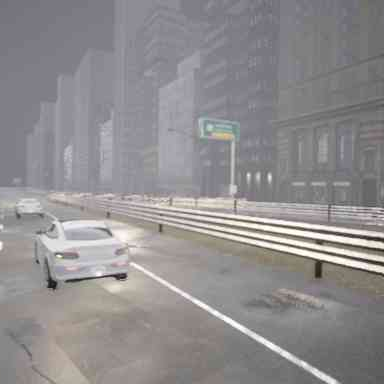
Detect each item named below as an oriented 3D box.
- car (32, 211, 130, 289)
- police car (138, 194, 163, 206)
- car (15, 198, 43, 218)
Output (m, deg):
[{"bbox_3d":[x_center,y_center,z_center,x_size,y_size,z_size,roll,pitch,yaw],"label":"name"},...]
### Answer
[{"bbox_3d":[-3.087,1.433,8.969,1.812,1.442,4.674,0,0,-29],"label":"car"},{"bbox_3d":[-6.237,1.173,50.376,5.238,1.638,1.930,1,1,42],"label":"police car"},{"bbox_3d":[-13.193,1.218,26.876,1.812,1.442,4.674,0,0,-30],"label":"car"}]
